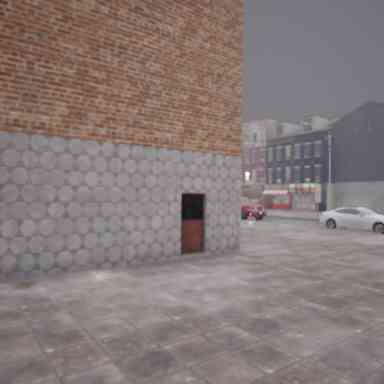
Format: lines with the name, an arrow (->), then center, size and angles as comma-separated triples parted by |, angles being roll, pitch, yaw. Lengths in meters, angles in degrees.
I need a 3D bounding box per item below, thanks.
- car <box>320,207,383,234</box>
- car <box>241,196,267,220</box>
car -> 10.097, 1.630, 20.135 | 1.812, 1.442, 4.674 | 1, -1, -37
car -> 3.866, 1.312, 28.765 | 2.150, 2.045, 5.566 | 1, -1, -36
